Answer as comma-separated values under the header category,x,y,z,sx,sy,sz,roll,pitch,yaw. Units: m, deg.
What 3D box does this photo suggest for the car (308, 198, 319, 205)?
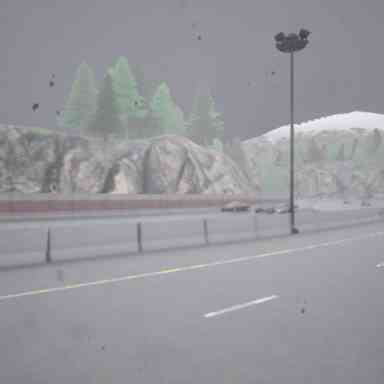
category,x,y,z,sx,sy,sz,roll,pitch,yaw
car,27.932,2.072,76.513,2.128,1.511,4.902,0,-1,24

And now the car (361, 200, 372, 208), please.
category,x,y,z,sx,sy,sz,roll,pitch,yaw
car,35.131,2.349,67.134,1.837,1.490,4.892,0,-1,27

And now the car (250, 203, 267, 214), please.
category,x,y,z,sx,sy,sz,roll,pitch,yaw
car,9.473,2.050,41.243,1.994,1.385,4.181,0,-1,41

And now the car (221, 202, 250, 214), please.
category,x,y,z,sx,sy,sz,roll,pitch,yaw
car,5.609,1.961,42.130,1.882,1.535,5.008,0,-1,42

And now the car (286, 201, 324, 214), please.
category,x,y,z,sx,sy,sz,roll,pitch,yaw
car,11.581,1.928,33.117,1.812,1.442,4.674,0,-1,42

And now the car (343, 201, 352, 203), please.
category,x,y,z,sx,sy,sz,roll,pitch,yaw
car,34.089,2.155,73.133,2.033,1.411,5.357,0,-1,23

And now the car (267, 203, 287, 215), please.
category,x,y,z,sx,sy,sz,roll,pitch,yaw
car,10.888,1.941,37.549,2.128,1.511,4.902,0,-1,42
